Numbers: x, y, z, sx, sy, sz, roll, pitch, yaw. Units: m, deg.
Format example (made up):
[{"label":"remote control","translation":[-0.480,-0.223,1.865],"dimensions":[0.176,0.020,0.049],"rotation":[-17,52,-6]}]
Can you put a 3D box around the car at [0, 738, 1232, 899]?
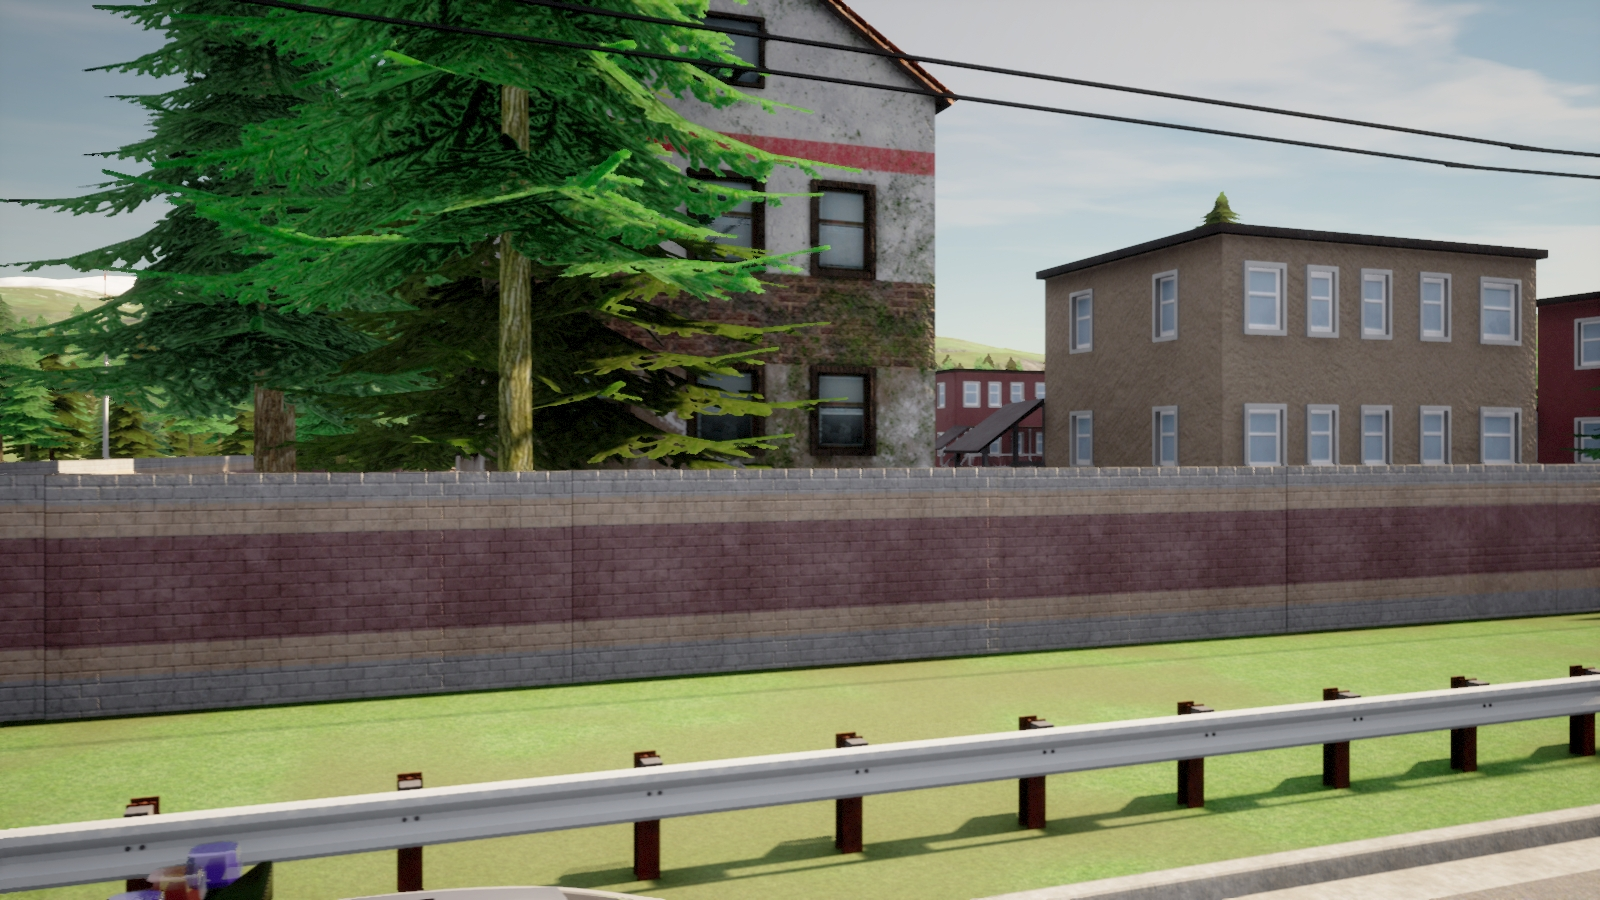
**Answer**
[{"label":"car","translation":[-1.591,1.982,2.724],"dimensions":[5.238,1.638,2.097],"rotation":[0,0,-20]}]
